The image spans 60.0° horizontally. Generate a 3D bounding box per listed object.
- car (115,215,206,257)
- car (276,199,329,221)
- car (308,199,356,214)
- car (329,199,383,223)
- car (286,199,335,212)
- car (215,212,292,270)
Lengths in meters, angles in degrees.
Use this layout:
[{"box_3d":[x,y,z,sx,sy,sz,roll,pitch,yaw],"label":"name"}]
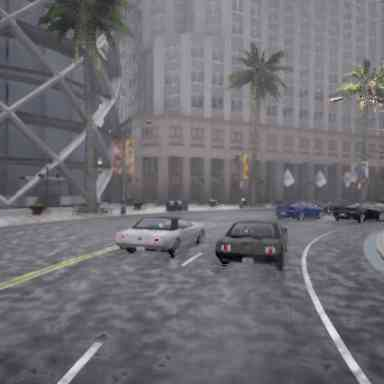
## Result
[{"box_3d":[-0.925,1.552,12.876,1.895,1.301,4.718,0,0,19],"label":"car"},{"box_3d":[8.686,1.445,26.614,5.008,1.535,1.882,0,0,-42],"label":"car"},{"box_3d":[14.728,1.488,34.970,4.892,1.490,1.837,1,0,-25],"label":"car"},{"box_3d":[12.786,1.475,25.428,5.008,1.535,1.882,0,0,-38],"label":"car"},{"box_3d":[13.675,1.507,38.358,5.357,1.411,2.033,0,0,-24],"label":"car"},{"box_3d":[2.201,1.578,11.149,1.895,1.301,4.718,0,0,18],"label":"car"}]
